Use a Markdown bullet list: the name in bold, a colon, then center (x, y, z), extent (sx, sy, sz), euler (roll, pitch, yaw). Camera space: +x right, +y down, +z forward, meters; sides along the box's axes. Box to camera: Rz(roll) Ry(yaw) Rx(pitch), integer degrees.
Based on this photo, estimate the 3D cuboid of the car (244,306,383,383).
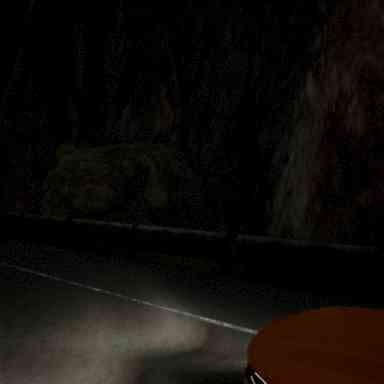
- **car**: center (2.735, 1.481, 2.040), extent (5.008, 1.535, 1.882), euler (0, 0, 36)
